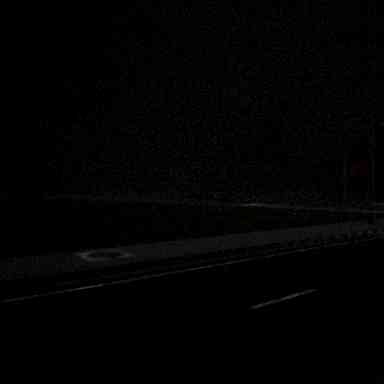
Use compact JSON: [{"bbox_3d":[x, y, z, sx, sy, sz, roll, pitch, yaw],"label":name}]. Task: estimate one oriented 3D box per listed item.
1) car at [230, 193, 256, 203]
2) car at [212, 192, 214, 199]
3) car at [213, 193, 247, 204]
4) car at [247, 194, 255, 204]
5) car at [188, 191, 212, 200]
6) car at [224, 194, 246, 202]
[{"bbox_3d":[9.580,1.082,62.735,2.097,1.767,4.553,0,0,-36],"label":"car"},{"bbox_3d":[3.999,0.883,75.881,2.097,1.767,4.553,0,0,-36],"label":"car"},{"bbox_3d":[6.280,1.250,56.066,2.128,1.511,4.902,0,0,-36],"label":"car"},{"bbox_3d":[8.937,1.275,57.949,1.812,1.442,4.674,0,0,-36],"label":"car"},{"bbox_3d":[1.337,0.762,74.015,2.150,2.045,5.566,0,0,-36],"label":"car"},{"bbox_3d":[8.963,1.233,69.091,1.812,1.442,4.674,0,0,-36],"label":"car"}]
